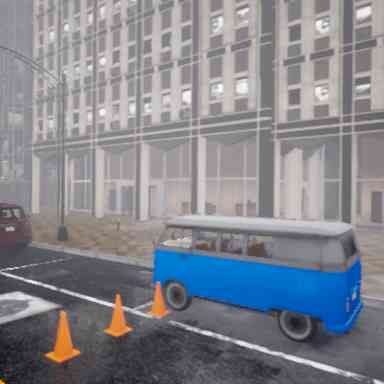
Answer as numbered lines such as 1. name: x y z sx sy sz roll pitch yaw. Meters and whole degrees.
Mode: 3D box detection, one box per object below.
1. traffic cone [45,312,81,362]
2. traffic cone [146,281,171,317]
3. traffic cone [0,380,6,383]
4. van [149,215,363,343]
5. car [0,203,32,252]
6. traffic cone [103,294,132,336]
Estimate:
1. traffic cone: -1.801 1.977 4.649 0.340 0.580 0.340 0 0 36
2. traffic cone: -0.634 1.986 6.272 0.340 0.580 0.340 0 0 36
3. traffic cone: -2.385 1.972 3.837 0.340 0.580 0.340 0 0 36
4. van: 1.018 1.374 6.265 3.998 1.788 1.690 0 0 36
5. car: -8.210 1.366 12.902 5.009 1.841 2.192 0 0 36
6. traffic cone: -1.218 1.981 5.461 0.340 0.580 0.340 0 0 36
